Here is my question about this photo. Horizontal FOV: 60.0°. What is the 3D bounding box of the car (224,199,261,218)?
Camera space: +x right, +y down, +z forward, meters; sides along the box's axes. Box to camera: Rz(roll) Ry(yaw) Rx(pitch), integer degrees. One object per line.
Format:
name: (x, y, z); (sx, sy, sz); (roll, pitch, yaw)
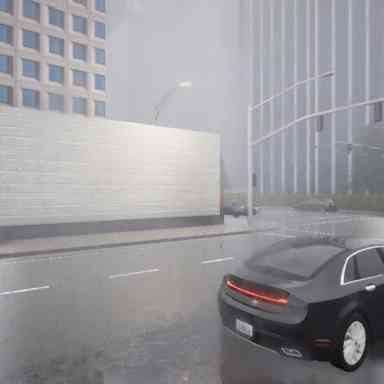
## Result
car: (3.599, 1.603, 31.575); (2.033, 1.411, 5.357); (0, 0, -36)

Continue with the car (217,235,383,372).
car: (2.658, 1.505, 5.696); (4.892, 1.490, 1.837); (0, 0, -35)

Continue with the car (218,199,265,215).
car: (5.160, 1.547, 35.407); (2.128, 1.511, 4.902); (0, 0, -36)

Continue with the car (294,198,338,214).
car: (13.376, 1.407, 36.302); (2.097, 1.767, 4.553); (0, 0, -36)
